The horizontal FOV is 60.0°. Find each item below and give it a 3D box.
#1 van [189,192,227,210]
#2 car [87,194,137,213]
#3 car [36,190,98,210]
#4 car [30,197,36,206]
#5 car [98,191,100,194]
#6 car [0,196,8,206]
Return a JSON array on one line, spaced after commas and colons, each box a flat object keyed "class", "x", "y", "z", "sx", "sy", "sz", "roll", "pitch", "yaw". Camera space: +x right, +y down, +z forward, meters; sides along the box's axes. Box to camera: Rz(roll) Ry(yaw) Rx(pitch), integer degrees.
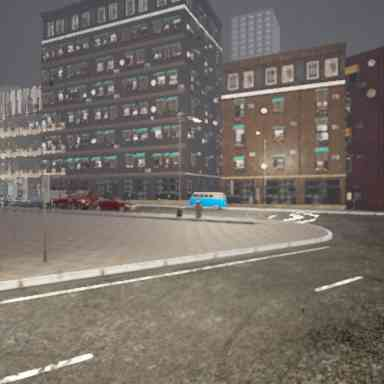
[{"class": "van", "x": 1.690, "y": 0.942, "z": 35.265, "sx": 3.998, "sy": 1.788, "sz": 1.690, "roll": 1, "pitch": 0, "yaw": 24}, {"class": "car", "x": -6.961, "y": 1.142, "z": 29.938, "sx": 4.206, "sy": 1.307, "sz": 1.802, "roll": 1, "pitch": 0, "yaw": 24}, {"class": "car", "x": -12.101, "y": 0.785, "z": 32.229, "sx": 5.009, "sy": 1.841, "sz": 2.192, "roll": 1, "pitch": 0, "yaw": 24}, {"class": "car", "x": -15.285, "y": 0.926, "z": 36.466, "sx": 5.357, "sy": 1.411, "sz": 2.033, "roll": 1, "pitch": 1, "yaw": 24}, {"class": "car", "x": -13.746, "y": 0.645, "z": 42.133, "sx": 5.009, "sy": 1.841, "sz": 2.192, "roll": 1, "pitch": 0, "yaw": 24}, {"class": "car", "x": -22.402, "y": 0.830, "z": 36.808, "sx": 4.507, "sy": 1.381, "sz": 1.887, "roll": 1, "pitch": 0, "yaw": 24}]
